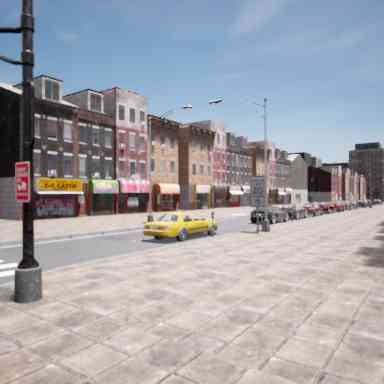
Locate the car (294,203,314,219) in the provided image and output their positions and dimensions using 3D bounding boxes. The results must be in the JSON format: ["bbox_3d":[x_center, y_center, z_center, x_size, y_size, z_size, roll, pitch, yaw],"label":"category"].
[{"bbox_3d":[9.304,1.738,30.509,2.008,1.369,4.403,-1,-1,35],"label":"car"}]

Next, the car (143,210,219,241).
[{"bbox_3d":[-0.379,1.592,16.895,1.752,1.417,4.829,-1,-1,35],"label":"car"}]

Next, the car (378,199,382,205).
[{"bbox_3d":[45.168,2.457,80.936,2.008,1.369,4.403,-2,-2,35],"label":"car"}]

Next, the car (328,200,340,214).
[{"bbox_3d":[15.825,1.829,39.678,1.887,1.381,4.507,-1,-1,35],"label":"car"}]

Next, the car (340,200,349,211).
[{"bbox_3d":[19.084,1.779,44.264,1.967,1.590,4.097,-1,-1,35],"label":"car"}]

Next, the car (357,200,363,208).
[{"bbox_3d":[25.606,2.008,53.431,2.008,1.369,4.403,-1,-1,35],"label":"car"}]

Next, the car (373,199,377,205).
[{"bbox_3d":[35.387,2.207,67.184,1.887,1.381,4.507,-1,-2,35],"label":"car"}]

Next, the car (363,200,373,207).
[{"bbox_3d":[32.128,2.142,62.601,2.008,1.369,4.403,-1,-1,35],"label":"car"}]

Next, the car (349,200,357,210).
[{"bbox_3d":[22.346,1.947,48.847,2.008,1.369,4.403,-1,-1,35],"label":"car"}]

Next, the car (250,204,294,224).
[{"bbox_3d":[6.044,1.709,25.925,1.947,1.339,4.313,-1,-1,35],"label":"car"}]

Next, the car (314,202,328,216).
[{"bbox_3d":[12.565,1.816,35.093,1.802,1.307,4.206,-1,-1,35],"label":"car"}]
